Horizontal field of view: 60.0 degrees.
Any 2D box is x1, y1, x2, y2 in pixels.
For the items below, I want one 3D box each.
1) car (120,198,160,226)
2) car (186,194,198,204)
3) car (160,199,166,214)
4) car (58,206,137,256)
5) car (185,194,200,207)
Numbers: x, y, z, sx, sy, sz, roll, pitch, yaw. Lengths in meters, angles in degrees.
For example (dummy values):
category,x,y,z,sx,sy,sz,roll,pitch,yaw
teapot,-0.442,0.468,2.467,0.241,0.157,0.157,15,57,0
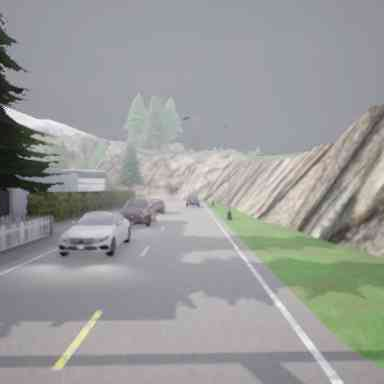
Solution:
category,x,y,z,sx,sy,sz,roll,pitch,yaw
car,-3.587,1.234,22.039,2.097,1.767,4.553,0,1,0
car,0.000,1.115,53.680,1.812,1.442,4.674,0,1,-2
car,-3.571,1.356,31.946,1.994,1.385,4.181,0,1,1
car,-3.593,1.489,13.084,1.812,1.442,4.674,0,1,0
car,0.112,1.230,43.431,2.033,1.411,5.357,0,1,0
